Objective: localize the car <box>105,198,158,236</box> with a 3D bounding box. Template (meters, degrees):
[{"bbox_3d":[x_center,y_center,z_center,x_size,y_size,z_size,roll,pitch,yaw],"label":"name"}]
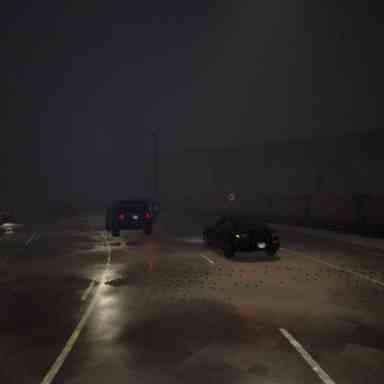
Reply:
[{"bbox_3d":[-3.984,1.483,20.465,2.150,2.045,5.566,-1,0,-20],"label":"car"}]

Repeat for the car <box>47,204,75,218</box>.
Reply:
[{"bbox_3d":[-15.253,2.115,38.623,2.128,1.511,4.902,-1,0,-41],"label":"car"}]

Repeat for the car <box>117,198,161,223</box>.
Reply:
[{"bbox_3d":[-5.008,1.581,30.678,2.150,2.045,5.566,-1,-1,-30],"label":"car"}]

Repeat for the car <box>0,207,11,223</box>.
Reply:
[{"bbox_3d":[-18.754,2.139,31.770,1.882,1.535,5.008,-1,-1,-40],"label":"car"}]

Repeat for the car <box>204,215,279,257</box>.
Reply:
[{"bbox_3d":[1.830,1.634,13.393,1.812,1.442,4.674,-1,-1,-13],"label":"car"}]
